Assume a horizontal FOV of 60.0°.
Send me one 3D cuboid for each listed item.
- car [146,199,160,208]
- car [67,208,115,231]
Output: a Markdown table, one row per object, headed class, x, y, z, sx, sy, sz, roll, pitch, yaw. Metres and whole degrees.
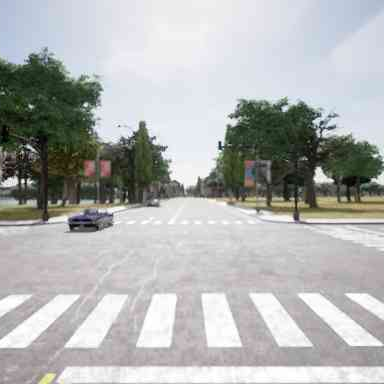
| class | x | y | z | sx | sy | sz | roll | pitch | yaw |
| --- | --- | --- | --- | --- | --- | --- | --- | --- | --- |
| car | -6.525 | 1.958 | 56.594 | 1.994 | 1.385 | 4.181 | 0 | 0 | 0 |
| car | -6.510 | 1.734 | 21.825 | 1.895 | 1.301 | 4.718 | 0 | 0 | 0 |
